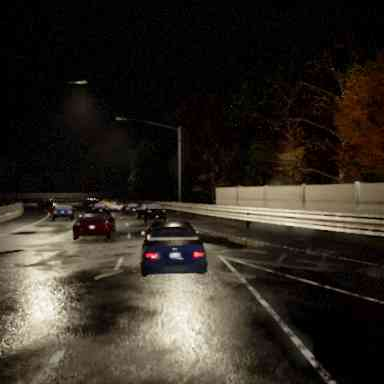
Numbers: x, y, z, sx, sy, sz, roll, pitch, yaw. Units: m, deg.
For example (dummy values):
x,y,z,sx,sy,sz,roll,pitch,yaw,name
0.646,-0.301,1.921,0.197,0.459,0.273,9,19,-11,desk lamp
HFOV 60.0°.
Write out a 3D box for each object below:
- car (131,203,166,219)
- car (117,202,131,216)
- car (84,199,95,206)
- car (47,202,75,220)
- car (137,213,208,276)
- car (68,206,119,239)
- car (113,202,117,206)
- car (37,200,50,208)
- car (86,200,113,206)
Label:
x,y,z,sx,sy,sz,roll,pitch,yaw,name
-3.459,1.723,27.778,2.128,1.511,4.902,0,-1,-19,car
-6.753,1.884,37.125,1.994,1.385,4.181,0,0,-20,car
-18.270,2.033,60.516,2.128,1.511,4.902,0,0,-33,car
-12.122,1.837,31.524,2.033,1.411,5.357,0,0,-18,car
-0.675,1.637,10.713,2.033,1.411,5.357,0,0,-6,car
-5.338,1.729,18.503,1.994,1.385,4.181,0,0,-10,car
-10.602,2.006,46.384,1.895,1.301,4.718,0,-1,-25,car
-27.170,2.173,61.313,1.895,1.301,4.718,0,-1,-36,car
-10.052,1.884,36.025,1.994,1.385,4.181,0,0,-19,car
